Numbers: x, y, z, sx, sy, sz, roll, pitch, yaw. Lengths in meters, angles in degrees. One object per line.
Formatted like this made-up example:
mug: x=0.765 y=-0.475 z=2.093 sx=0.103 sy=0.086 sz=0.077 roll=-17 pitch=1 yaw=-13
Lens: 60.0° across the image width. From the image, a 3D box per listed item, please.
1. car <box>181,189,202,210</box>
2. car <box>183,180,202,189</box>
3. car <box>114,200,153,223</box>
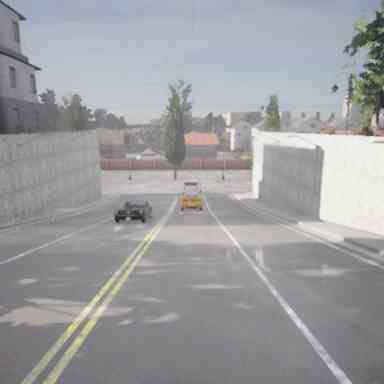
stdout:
car: x=-0.053 y=0.803 z=31.410 sx=1.882 sy=1.535 sz=5.008 roll=0 pitch=3 yaw=0
car: x=0.085 y=-0.723 z=46.169 sx=2.150 sy=2.045 sz=5.566 roll=1 pitch=7 yaw=5
car: x=-3.690 y=1.213 z=21.530 sx=1.895 sy=1.301 sz=4.718 roll=0 pitch=1 yaw=0
